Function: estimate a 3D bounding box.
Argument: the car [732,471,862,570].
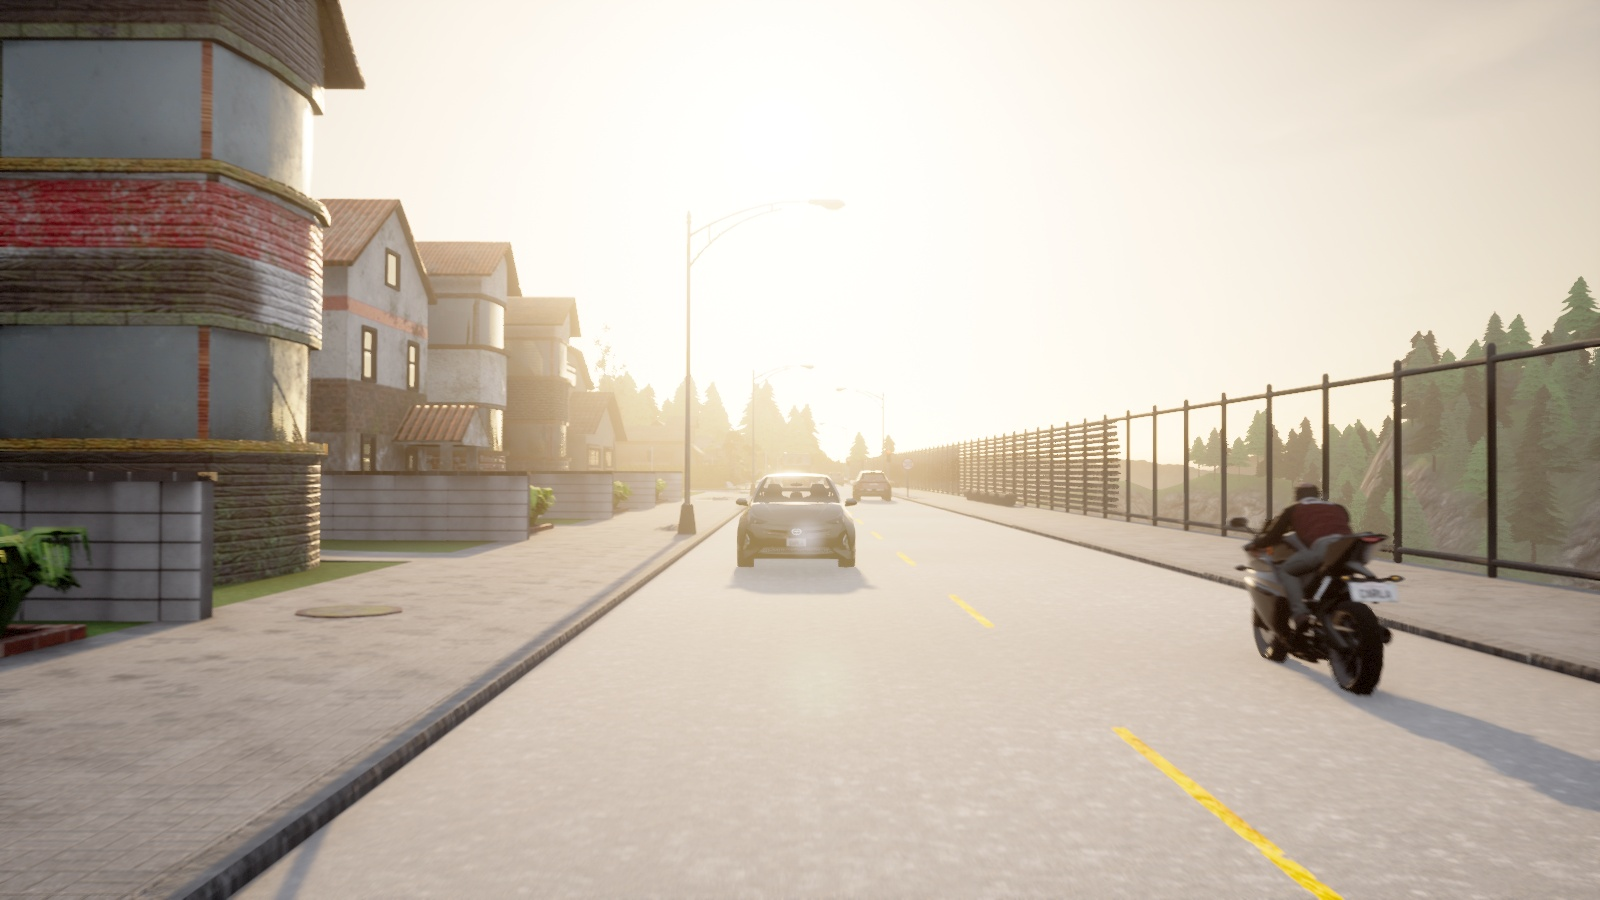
[{"bbox_3d":[-0.053,1.124,21.639,2.007,1.525,4.514,0,-1,0],"label":"car"}]

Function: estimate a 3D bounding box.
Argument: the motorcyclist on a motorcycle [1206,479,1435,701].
[{"bbox_3d":[3.976,0.998,9.839,0.866,1.530,2.191,0,-1,0],"label":"motorcyclist on a motorcycle"}]

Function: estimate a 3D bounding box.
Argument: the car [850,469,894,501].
[{"bbox_3d":[3.836,1.860,67.523,2.033,1.649,4.856,0,-1,0],"label":"car"}]
